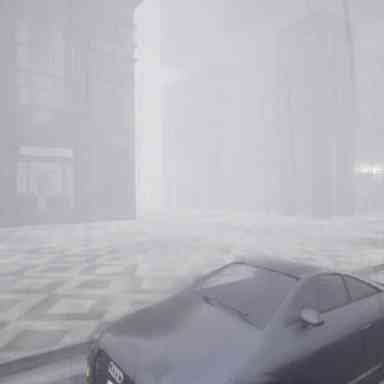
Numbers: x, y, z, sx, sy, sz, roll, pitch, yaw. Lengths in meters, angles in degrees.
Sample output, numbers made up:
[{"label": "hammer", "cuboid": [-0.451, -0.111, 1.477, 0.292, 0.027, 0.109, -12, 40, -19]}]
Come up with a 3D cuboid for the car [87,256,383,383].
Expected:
[{"label": "car", "cuboid": [0.939, 1.564, 4.042, 4.181, 1.385, 1.994, 0, 0, -35]}]
